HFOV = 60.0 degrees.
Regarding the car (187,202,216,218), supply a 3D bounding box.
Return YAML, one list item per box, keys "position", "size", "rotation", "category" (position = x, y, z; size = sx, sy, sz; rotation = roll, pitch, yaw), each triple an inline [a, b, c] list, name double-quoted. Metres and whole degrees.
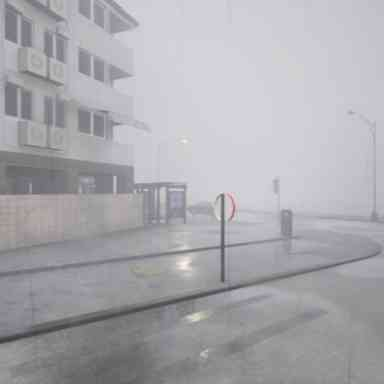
- position: [1.621, 1.597, 30.511]
  size: [1.895, 1.301, 4.718]
  rotation: [0, 0, -35]
  category: "car"
